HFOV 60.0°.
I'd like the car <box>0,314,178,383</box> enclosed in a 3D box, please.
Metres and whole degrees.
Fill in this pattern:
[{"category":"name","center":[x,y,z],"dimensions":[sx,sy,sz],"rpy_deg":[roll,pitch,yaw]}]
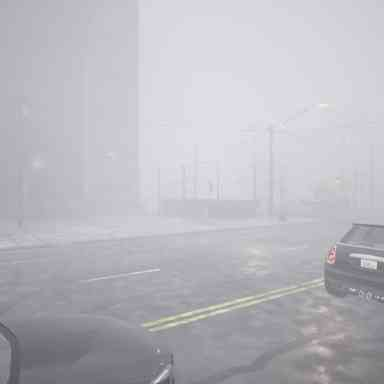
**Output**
[{"category":"car","center":[-2.258,1.526,2.149],"dimensions":[4.674,1.442,1.812],"rpy_deg":[0,0,-35]}]

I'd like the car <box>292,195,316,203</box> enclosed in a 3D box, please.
[{"category":"car","center":[21.907,1.420,64.929],"dimensions":[4.674,1.452,2.002],"rpy_deg":[0,0,-36]}]

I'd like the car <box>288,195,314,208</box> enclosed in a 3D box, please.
[{"category":"car","center":[14.988,1.254,45.871],"dimensions":[4.553,1.767,2.185],"rpy_deg":[0,0,-36]}]

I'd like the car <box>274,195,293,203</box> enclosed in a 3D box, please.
[{"category":"car","center":[19.002,1.452,68.932],"dimensions":[3.806,1.475,1.970],"rpy_deg":[0,0,-36]}]

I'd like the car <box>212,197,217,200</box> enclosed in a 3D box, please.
[{"category":"car","center":[4.259,1.575,60.449],"dimensions":[4.718,1.301,1.895],"rpy_deg":[0,0,-36]}]

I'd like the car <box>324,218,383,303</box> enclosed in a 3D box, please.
[{"category":"car","center":[5.001,1.352,7.357],"dimensions":[4.553,1.767,2.097],"rpy_deg":[0,0,-35]}]
